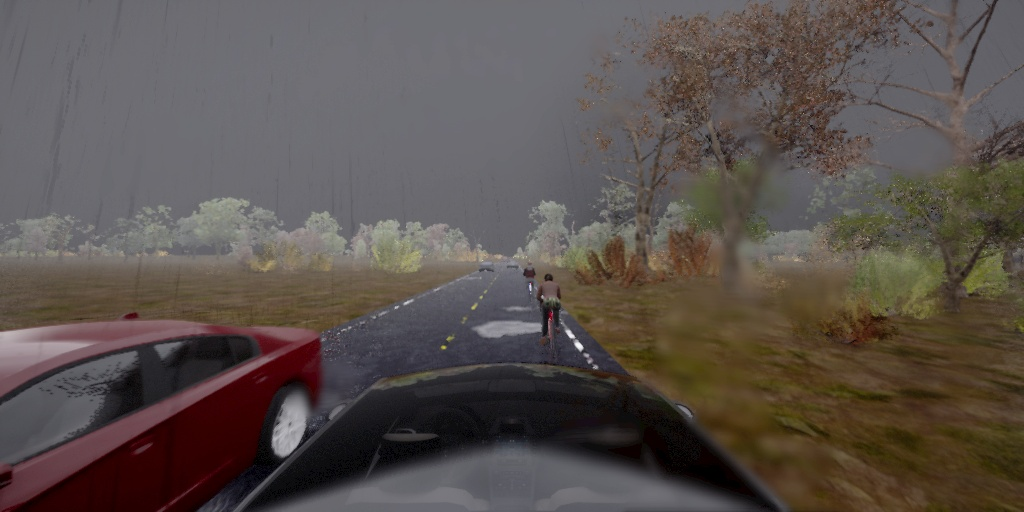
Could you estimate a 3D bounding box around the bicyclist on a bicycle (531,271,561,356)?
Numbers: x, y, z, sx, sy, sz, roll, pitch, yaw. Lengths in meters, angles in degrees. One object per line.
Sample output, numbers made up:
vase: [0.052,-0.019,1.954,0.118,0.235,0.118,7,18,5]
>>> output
bicyclist on a bicycle: [0.814,1.214,7.721,0.582,1.620,1.656,-1,0,0]

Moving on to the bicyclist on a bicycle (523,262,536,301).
bicyclist on a bicycle: [0.816,1.146,16.606,0.659,1.776,1.843,-1,0,0]

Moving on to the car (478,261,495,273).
car: [-3.104,1.358,44.683,2.033,1.411,5.357,0,0,0]

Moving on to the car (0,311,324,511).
car: [-3.098,1.222,2.077,1.882,1.535,5.008,0,0,0]

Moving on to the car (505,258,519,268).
car: [0.101,1.409,61.467,1.994,1.385,4.181,0,0,-1]
